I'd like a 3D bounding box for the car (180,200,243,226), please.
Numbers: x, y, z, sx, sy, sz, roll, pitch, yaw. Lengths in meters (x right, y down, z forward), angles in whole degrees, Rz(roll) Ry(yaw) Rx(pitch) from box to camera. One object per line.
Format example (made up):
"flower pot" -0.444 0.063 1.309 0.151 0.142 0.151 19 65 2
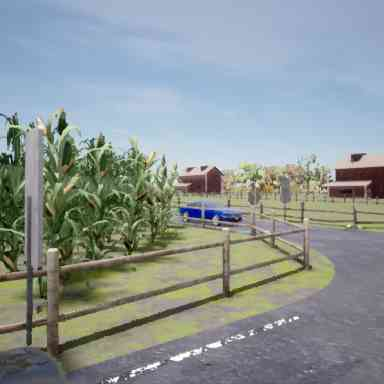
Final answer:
"car" 1.180 1.303 21.923 1.882 1.535 5.008 1 0 -37

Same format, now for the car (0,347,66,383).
"car" -2.720 1.527 1.011 4.674 1.442 1.812 0 0 -35
